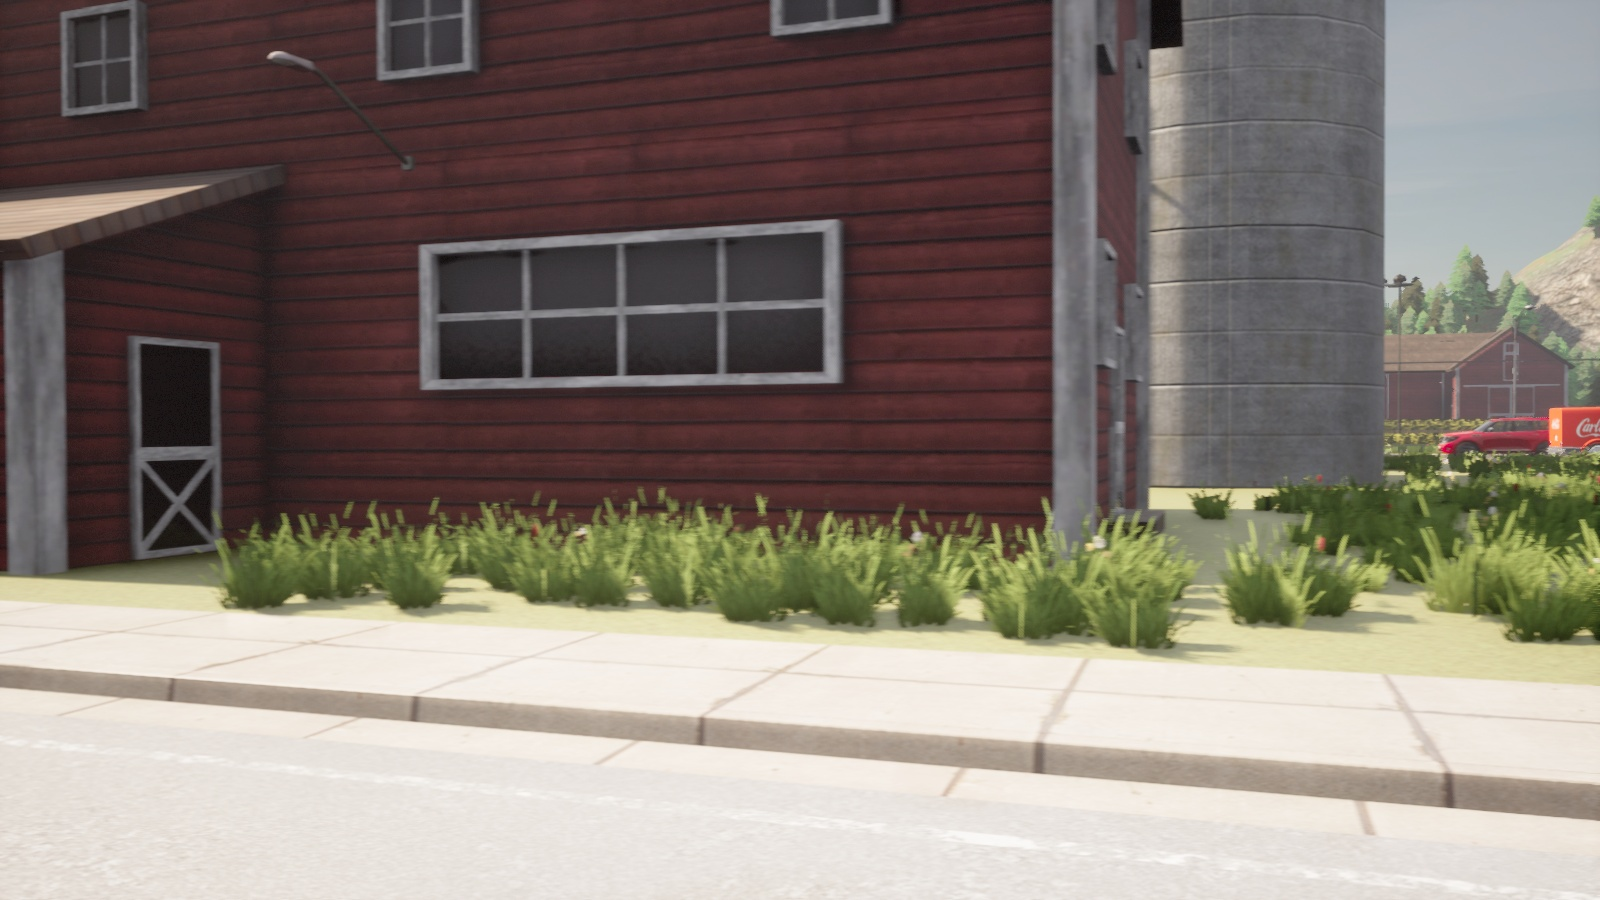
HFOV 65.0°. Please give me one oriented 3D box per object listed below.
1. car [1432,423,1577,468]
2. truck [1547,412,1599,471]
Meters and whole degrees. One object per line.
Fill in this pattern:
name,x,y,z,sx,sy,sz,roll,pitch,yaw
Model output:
car,32.748,-0.242,58.542,5.566,2.045,2.150,1,1,19
truck,35.381,-0.364,53.959,5.204,2.467,2.627,1,1,19
